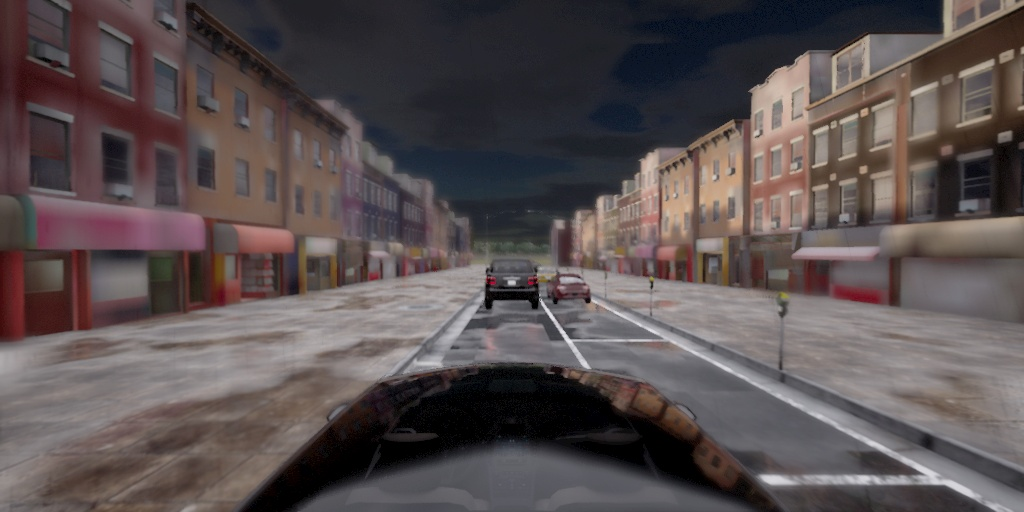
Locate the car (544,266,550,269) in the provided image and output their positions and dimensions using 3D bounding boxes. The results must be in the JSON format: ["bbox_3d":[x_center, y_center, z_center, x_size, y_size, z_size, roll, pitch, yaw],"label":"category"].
[{"bbox_3d":[2.621,1.520,28.212,1.751,1.417,4.829,0,0,0],"label":"car"}]

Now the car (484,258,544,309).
[{"bbox_3d":[-0.007,1.098,15.881,2.150,2.045,5.566,0,0,0],"label":"car"}]

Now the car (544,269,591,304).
[{"bbox_3d":[2.628,1.474,16.977,1.802,1.307,4.207,0,0,0],"label":"car"}]
